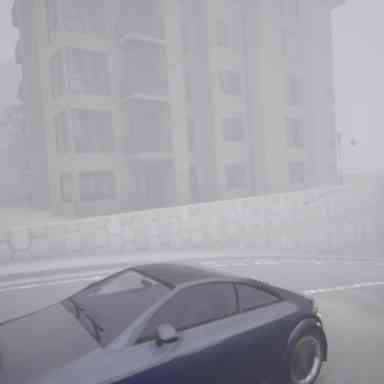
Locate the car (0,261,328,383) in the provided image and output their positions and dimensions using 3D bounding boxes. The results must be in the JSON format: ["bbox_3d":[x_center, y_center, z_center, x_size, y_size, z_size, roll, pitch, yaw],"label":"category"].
[{"bbox_3d":[-0.383,1.567,3.710,4.181,1.385,1.994,0,0,-35],"label":"car"}]
